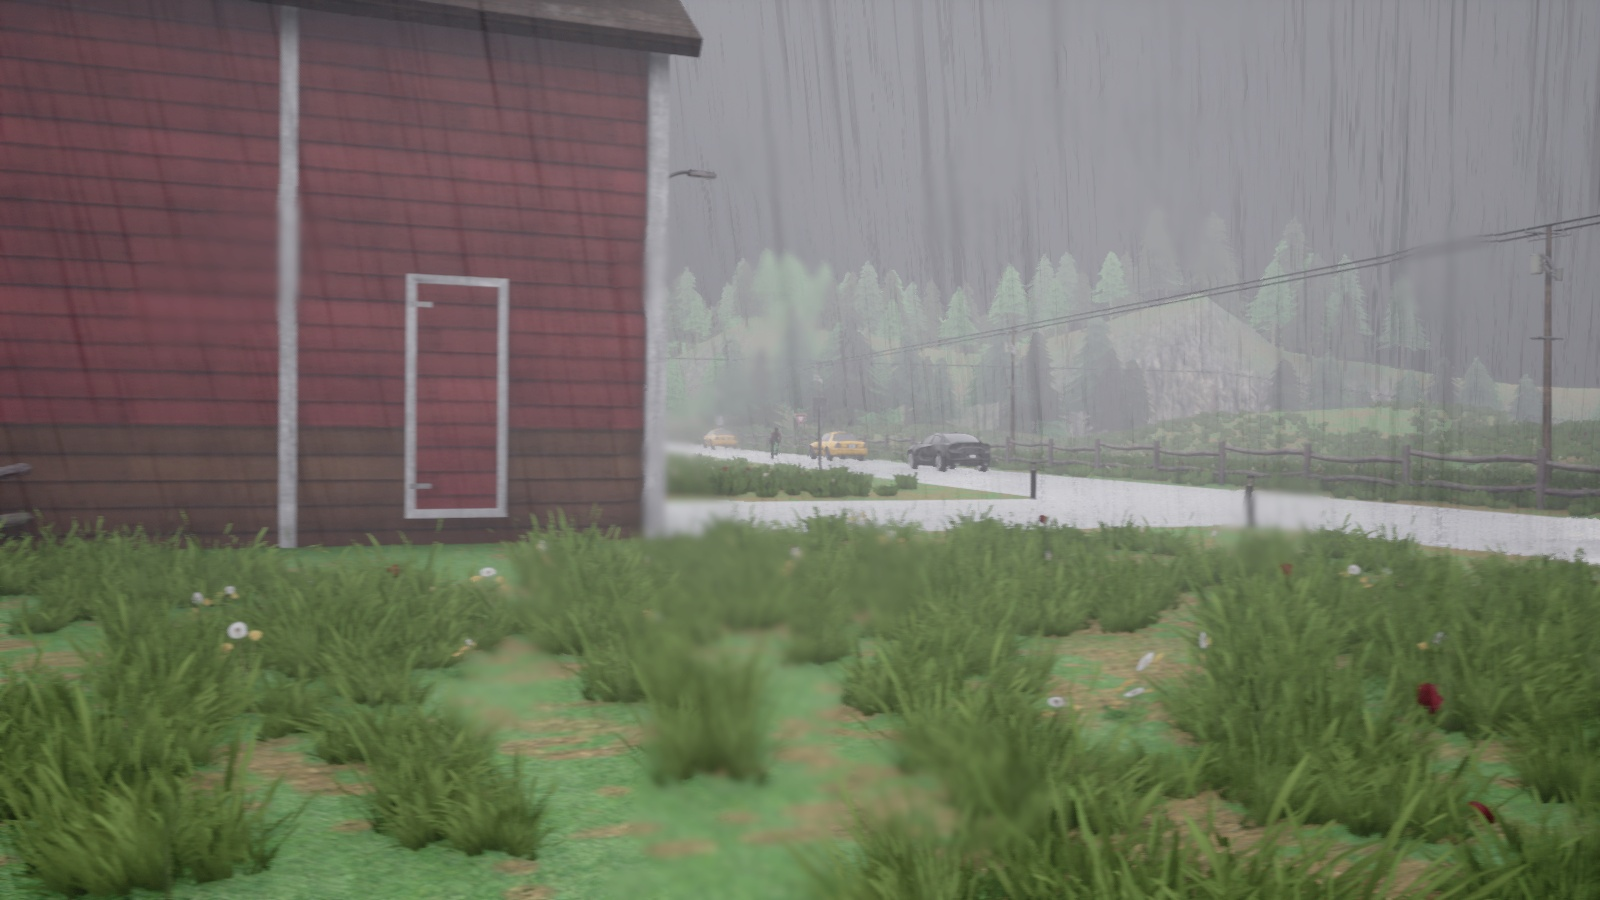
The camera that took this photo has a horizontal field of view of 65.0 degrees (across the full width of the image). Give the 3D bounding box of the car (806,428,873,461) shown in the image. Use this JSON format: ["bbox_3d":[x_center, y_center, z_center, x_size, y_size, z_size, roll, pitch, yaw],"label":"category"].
[{"bbox_3d":[1.925,-0.312,63.146,1.801,1.575,5.366,-1,1,-15],"label":"car"}]

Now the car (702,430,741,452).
[{"bbox_3d":[-5.726,-0.692,91.500,1.801,1.575,5.366,-1,1,-15],"label":"car"}]

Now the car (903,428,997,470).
[{"bbox_3d":[5.794,-0.087,49.093,1.882,1.535,5.008,-1,1,-15],"label":"car"}]
